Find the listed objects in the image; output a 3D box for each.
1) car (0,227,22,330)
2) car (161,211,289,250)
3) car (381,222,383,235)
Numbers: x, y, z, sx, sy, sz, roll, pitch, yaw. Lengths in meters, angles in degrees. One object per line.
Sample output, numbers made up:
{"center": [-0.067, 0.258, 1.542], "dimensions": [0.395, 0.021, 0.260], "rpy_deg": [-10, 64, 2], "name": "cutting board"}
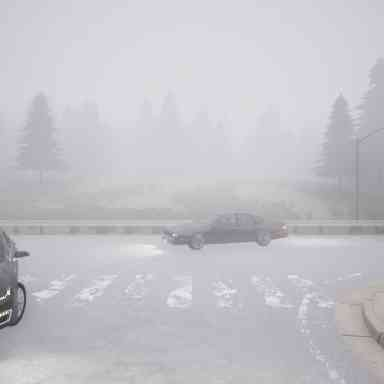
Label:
{"center": [-4.457, 1.505, 6.550], "dimensions": [1.837, 1.490, 4.892], "rpy_deg": [0, 0, -28], "name": "car"}
{"center": [1.458, 1.547, 14.191], "dimensions": [5.357, 1.411, 2.033], "rpy_deg": [0, 0, -20], "name": "car"}
{"center": [11.237, 1.492, 15.070], "dimensions": [4.902, 1.511, 2.128], "rpy_deg": [0, 0, 0], "name": "car"}
